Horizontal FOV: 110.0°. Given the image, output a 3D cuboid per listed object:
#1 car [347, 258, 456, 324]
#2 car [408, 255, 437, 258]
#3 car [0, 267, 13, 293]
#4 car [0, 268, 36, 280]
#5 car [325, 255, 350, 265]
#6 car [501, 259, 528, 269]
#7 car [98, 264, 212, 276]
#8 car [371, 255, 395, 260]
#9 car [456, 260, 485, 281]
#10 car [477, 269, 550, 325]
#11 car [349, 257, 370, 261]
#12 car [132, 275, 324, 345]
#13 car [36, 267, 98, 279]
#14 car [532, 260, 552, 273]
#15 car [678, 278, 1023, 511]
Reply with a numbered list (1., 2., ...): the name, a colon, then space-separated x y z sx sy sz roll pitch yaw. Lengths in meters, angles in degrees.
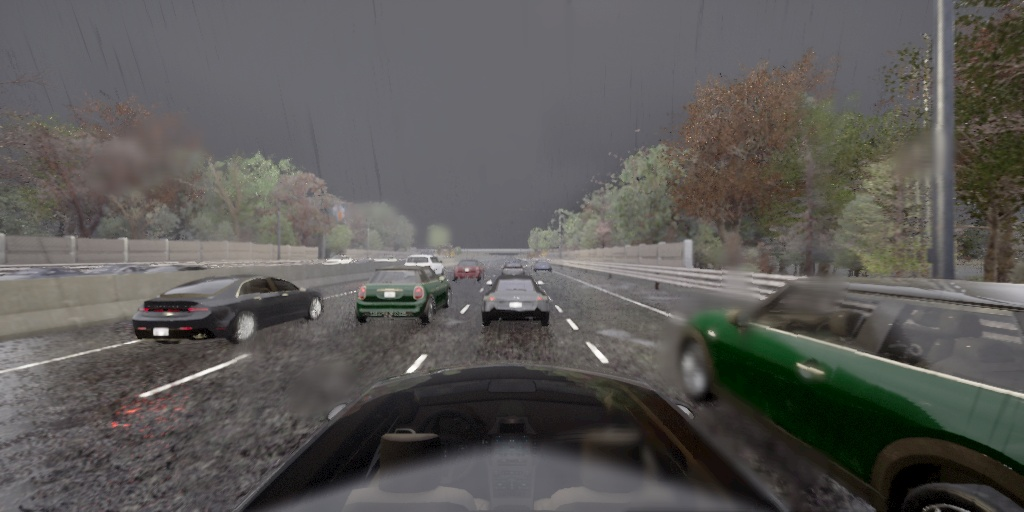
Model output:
1. car: -3.395 1.086 12.078 2.097 1.767 4.553 0 0 0
2. car: -6.897 0.936 28.601 2.150 2.045 5.566 0 0 0
3. car: -28.095 1.293 17.383 1.994 1.385 4.181 0 0 0
4. car: -24.594 1.291 18.772 1.994 1.385 4.181 0 0 0
5. car: -28.011 0.912 58.264 2.150 2.045 5.566 0 0 1
6. car: 0.106 1.205 29.413 2.128 1.511 4.902 0 0 0
7. car: -17.596 1.231 18.579 1.837 1.490 4.892 0 0 0
8. car: -21.019 0.912 59.504 2.150 2.045 5.566 0 0 1
9. car: -3.397 1.066 29.167 2.097 1.767 4.553 0 0 0
10. car: 0.102 1.298 11.786 1.994 1.385 4.181 0 0 0
11. car: -24.512 1.184 59.777 2.128 1.511 4.902 0 0 1
12. car: -6.898 1.243 9.474 1.837 1.490 4.892 0 0 0
13. car: -21.096 1.218 19.242 2.128 1.511 4.902 0 0 0
14. car: 3.506 1.127 42.059 1.994 1.385 4.181 0 0 0
15. car: 3.410 0.976 3.382 2.097 1.767 4.553 0 0 2
